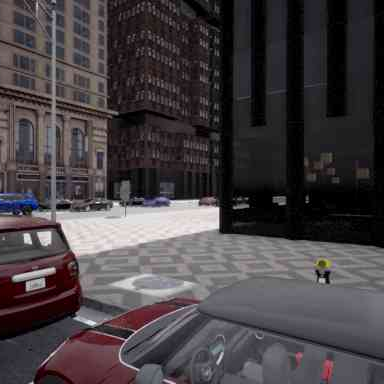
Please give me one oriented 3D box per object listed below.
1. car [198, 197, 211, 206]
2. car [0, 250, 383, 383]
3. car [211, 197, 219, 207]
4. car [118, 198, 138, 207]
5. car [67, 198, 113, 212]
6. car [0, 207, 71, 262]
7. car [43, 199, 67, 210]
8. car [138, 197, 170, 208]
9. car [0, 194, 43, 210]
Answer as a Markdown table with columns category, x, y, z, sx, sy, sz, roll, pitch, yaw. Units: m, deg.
| category | x | y | z | sx | sy | sz | roll | pitch | yaw |
| --- | --- | --- | --- | --- | --- | --- | --- | --- | --- |
| car | 2.809 | 1.445 | 51.807 | 1.994 | 1.385 | 4.181 | 0 | 0 | 37 |
| car | 0.540 | 1.440 | 2.572 | 4.097 | 1.590 | 1.967 | 0 | 0 | 35 |
| car | 5.222 | 1.401 | 49.587 | 1.837 | 1.490 | 4.892 | 0 | 0 | 36 |
| car | -8.260 | 1.482 | 47.674 | 1.895 | 1.301 | 4.718 | 0 | 0 | 35 |
| car | -11.218 | 1.425 | 37.903 | 1.837 | 1.490 | 4.892 | 0 | 0 | 36 |
| car | -4.030 | 1.314 | 5.812 | 5.009 | 1.841 | 2.192 | 0 | 0 | 35 |
| car | -15.258 | 1.514 | 37.831 | 1.895 | 1.301 | 4.718 | 0 | 0 | 35 |
| car | -4.921 | 1.417 | 46.757 | 1.812 | 1.442 | 4.674 | 0 | 0 | 36 |
| car | -16.853 | 1.167 | 29.986 | 2.150 | 2.045 | 5.566 | 0 | 0 | 34 |
